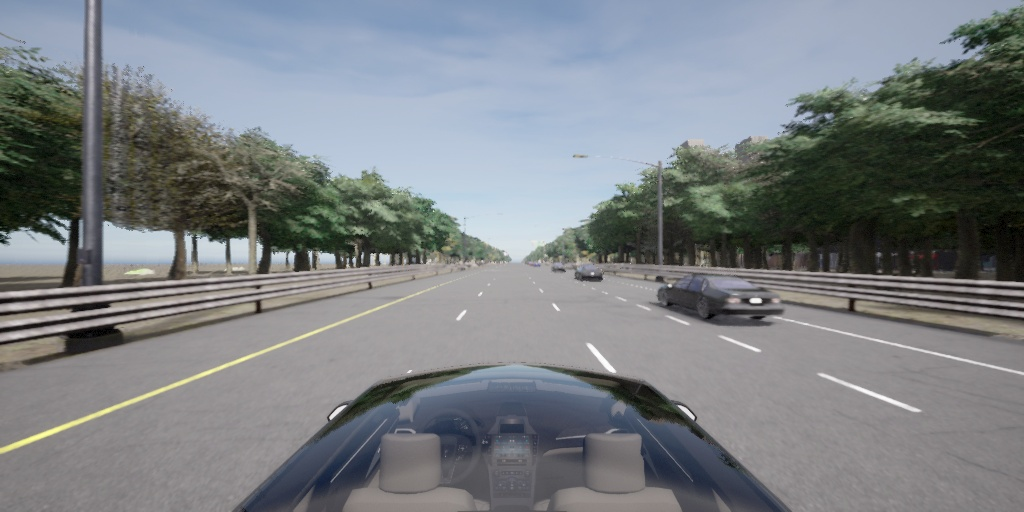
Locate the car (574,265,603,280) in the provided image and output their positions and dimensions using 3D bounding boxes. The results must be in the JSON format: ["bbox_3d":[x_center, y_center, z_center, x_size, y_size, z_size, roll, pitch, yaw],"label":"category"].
[{"bbox_3d":[7.058,1.523,33.413,1.994,1.385,4.181,0,-1,0],"label":"car"}]

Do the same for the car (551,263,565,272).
[{"bbox_3d":[7.169,1.814,56.247,2.033,1.411,5.357,0,-1,0],"label":"car"}]

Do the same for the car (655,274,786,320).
[{"bbox_3d":[7.009,1.343,12.815,2.033,1.411,5.357,0,0,0],"label":"car"}]
